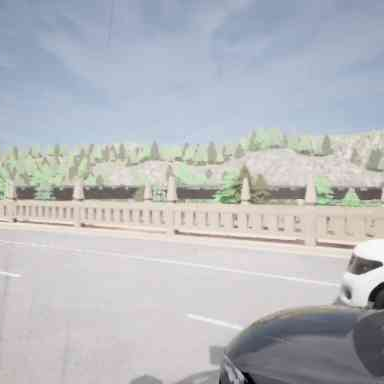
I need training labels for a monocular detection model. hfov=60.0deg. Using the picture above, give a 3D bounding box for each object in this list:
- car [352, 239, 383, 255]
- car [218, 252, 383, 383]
[{"bbox_3d":[5.087,1.195,4.518,5.566,2.045,2.150,0,0,36],"label":"car"},{"bbox_3d":[2.456,1.478,2.072,4.902,1.511,2.128,0,0,36],"label":"car"}]
